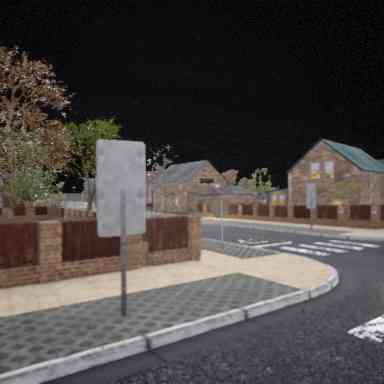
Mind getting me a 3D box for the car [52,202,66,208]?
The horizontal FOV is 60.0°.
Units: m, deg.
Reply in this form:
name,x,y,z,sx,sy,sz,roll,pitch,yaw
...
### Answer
name,x,y,z,sx,sy,sz,roll,pitch,yaw
car,-34.342,3.378,87.000,2.033,1.411,5.357,-1,-1,-30
